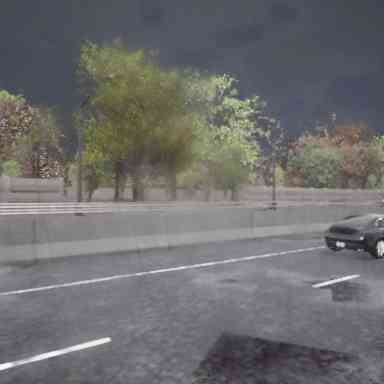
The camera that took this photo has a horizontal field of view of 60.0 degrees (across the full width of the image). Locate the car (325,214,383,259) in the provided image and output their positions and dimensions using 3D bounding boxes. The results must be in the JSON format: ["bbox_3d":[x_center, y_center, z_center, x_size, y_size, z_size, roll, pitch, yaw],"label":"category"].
[{"bbox_3d":[7.340,1.650,13.379,4.892,1.490,1.837,0,0,-35],"label":"car"}]
